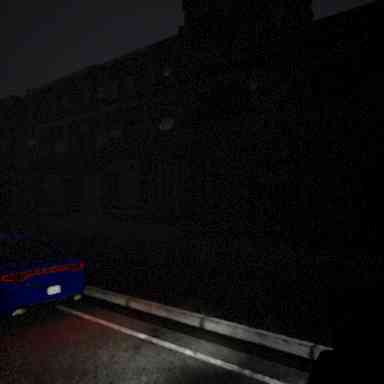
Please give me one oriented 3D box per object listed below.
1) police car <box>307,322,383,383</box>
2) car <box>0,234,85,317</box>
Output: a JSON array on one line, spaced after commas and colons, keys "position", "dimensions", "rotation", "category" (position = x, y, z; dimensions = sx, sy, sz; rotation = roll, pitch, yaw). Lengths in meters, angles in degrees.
[{"position": [3.351, 1.530, 1.765], "dimensions": [5.238, 1.638, 1.930], "rotation": [-1, -2, 37], "category": "police car"}, {"position": [-4.550, 1.710, 7.710], "dimensions": [5.008, 1.535, 1.882], "rotation": [-1, -2, 37], "category": "car"}]
